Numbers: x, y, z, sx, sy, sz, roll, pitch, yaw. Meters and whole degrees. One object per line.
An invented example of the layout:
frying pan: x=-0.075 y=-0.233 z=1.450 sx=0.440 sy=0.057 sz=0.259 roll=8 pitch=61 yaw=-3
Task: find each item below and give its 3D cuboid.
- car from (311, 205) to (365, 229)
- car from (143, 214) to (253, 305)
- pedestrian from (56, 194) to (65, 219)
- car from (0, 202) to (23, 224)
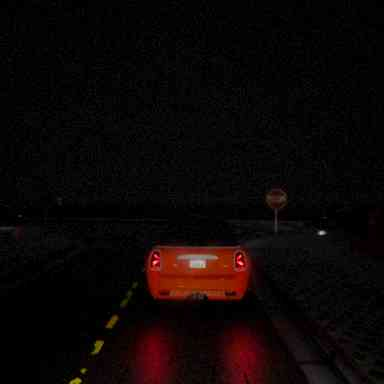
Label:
car: x=10.331 y=1.586 z=21.584 sx=5.008 sy=1.535 sz=1.882 roll=1 pitch=0 yaw=0
car: x=0.182 y=1.335 z=8.227 sx=2.097 sy=1.767 sz=4.553 roll=0 pitch=0 yaw=2
pedestrian: x=-9.674 y=1.013 z=24.389 sx=0.375 sy=1.860 sz=0.375 roll=0 pitch=-1 yaw=0
car: x=-13.486 y=1.334 z=21.588 sx=4.674 sy=1.442 sz=1.812 roll=1 pitch=0 yaw=-1
